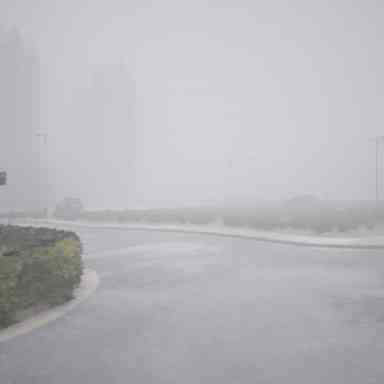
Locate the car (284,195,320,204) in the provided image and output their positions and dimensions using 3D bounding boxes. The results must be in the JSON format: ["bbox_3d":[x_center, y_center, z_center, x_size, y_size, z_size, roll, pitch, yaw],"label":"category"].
[{"bbox_3d":[16.719,1.431,50.845,2.150,2.045,5.566,0,0,-36],"label":"car"}]

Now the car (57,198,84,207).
[{"bbox_3d":[-13.912,1.531,37.939,2.242,1.667,4.611,0,0,-36],"label":"car"}]
